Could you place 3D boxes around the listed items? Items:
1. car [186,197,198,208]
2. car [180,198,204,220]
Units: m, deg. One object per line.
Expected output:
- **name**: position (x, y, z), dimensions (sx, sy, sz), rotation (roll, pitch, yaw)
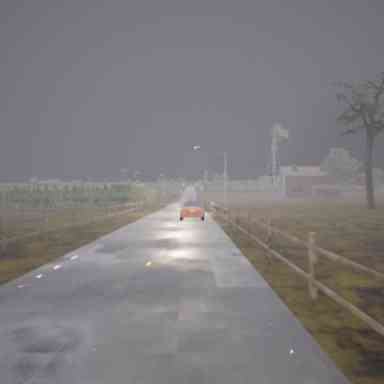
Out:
- **car**: position (0.016, 1.835, 59.477), dimensions (2.097, 1.767, 4.553), rotation (0, 0, 0)
- **car**: position (0.019, 1.586, 29.906), dimensions (2.097, 1.767, 4.553), rotation (0, 0, 0)
